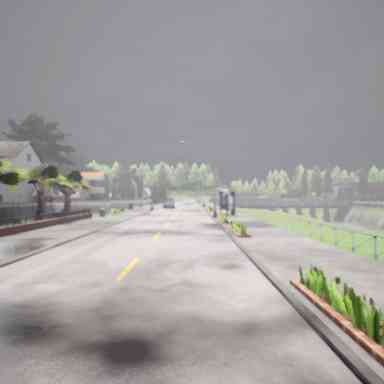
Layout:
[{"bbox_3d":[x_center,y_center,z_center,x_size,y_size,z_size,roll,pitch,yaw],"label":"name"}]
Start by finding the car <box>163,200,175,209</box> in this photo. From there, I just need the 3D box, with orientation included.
[{"bbox_3d":[-4.033,2.251,58.646,1.882,1.535,5.008,0,-1,1],"label":"car"}]

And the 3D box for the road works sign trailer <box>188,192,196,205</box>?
[{"bbox_3d":[0.015,1.665,91.090,2.380,3.560,2.880,0,-1,0],"label":"road works sign trailer"}]
